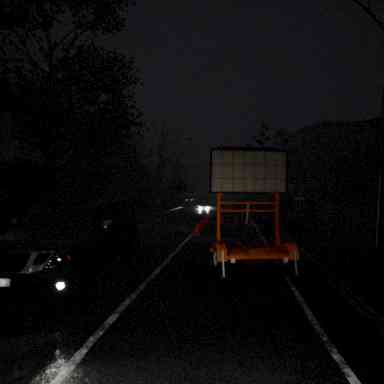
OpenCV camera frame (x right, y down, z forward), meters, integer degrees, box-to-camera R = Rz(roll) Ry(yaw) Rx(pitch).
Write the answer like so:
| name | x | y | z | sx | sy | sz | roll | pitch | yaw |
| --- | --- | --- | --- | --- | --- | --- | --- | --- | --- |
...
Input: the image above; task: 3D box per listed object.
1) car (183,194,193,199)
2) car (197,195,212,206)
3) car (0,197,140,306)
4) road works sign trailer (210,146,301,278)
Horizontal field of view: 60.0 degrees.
| name | x | y | z | sx | sy | sz | roll | pitch | yaw |
| --- | --- | --- | --- | --- | --- | --- | --- | --- | --- |
| car | -1.171 | 1.176 | 89.385 | 1.812 | 1.442 | 4.674 | -1 | 0 | -13 |
| car | 1.874 | 1.253 | 50.205 | 2.128 | 1.511 | 4.902 | 0 | 0 | 3 |
| car | -2.902 | 1.162 | 8.351 | 2.150 | 2.045 | 5.566 | 1 | 0 | 6 |
| road works sign trailer | 1.671 | 0.441 | 10.174 | 2.380 | 3.560 | 2.880 | 1 | 0 | -7 |
